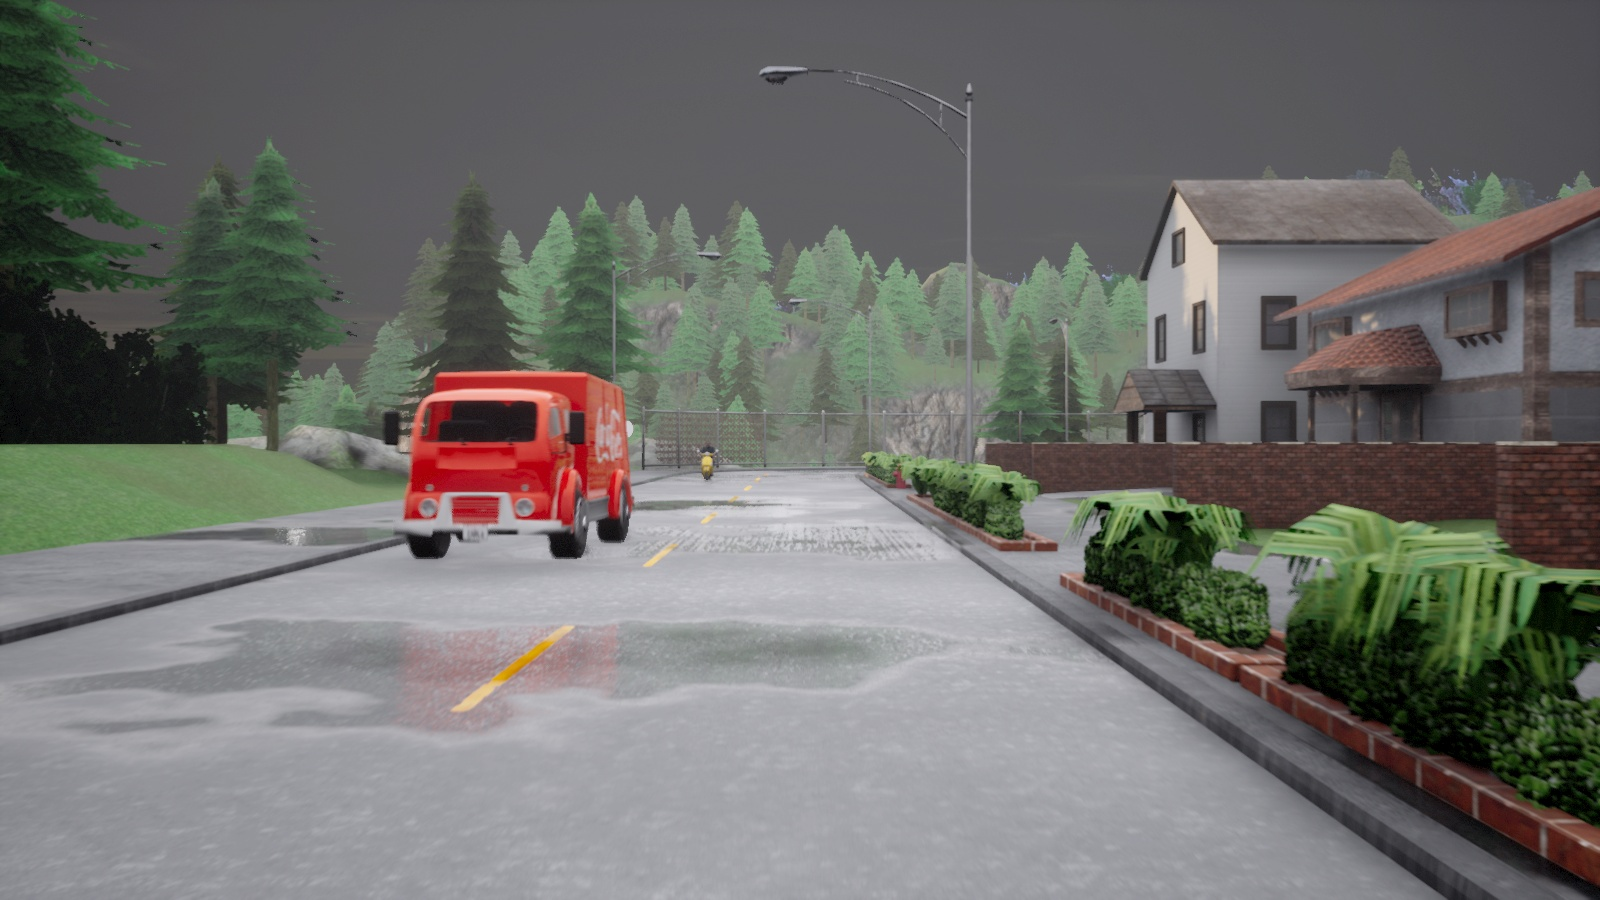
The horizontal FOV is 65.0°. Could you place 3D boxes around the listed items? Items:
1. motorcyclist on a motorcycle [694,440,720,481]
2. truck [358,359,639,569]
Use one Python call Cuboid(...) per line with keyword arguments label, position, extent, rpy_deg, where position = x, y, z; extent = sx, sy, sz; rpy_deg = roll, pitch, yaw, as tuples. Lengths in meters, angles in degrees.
Cuboid(label="motorcyclist on a motorcycle", position=(-3.686, 0.415, 50.025), extent=(0.866, 1.590, 1.817), rpy_deg=(0, 0, 1))
Cuboid(label="truck", position=(-3.885, 0.162, 17.398), extent=(2.627, 2.467, 5.204), rpy_deg=(0, 0, 0))
